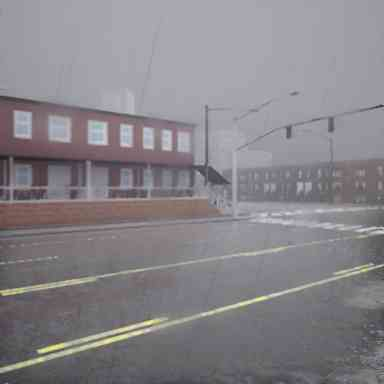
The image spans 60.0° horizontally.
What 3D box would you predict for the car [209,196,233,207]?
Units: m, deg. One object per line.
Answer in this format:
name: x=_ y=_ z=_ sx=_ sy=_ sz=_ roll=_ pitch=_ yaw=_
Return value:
car: x=3.815 y=1.350 z=47.266 sx=1.837 sy=1.490 sz=4.892 roll=0 pitch=0 yaw=-35
